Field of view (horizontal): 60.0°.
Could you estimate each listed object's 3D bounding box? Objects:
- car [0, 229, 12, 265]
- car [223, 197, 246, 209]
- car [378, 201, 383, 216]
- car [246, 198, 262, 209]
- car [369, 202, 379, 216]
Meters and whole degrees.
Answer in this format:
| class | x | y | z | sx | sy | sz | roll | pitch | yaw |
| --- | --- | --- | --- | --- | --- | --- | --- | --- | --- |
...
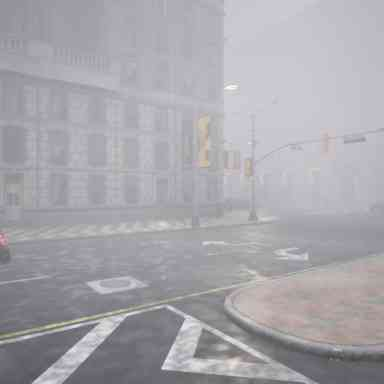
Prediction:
| class | x | y | z | sx | sy | sz | roll | pitch | yaw |
| --- | --- | --- | --- | --- | --- | --- | --- | --- | --- |
| car | -7.317 | 1.352 | 8.608 | 4.553 | 1.767 | 2.097 | 0 | 0 | -35 |
| car | 4.518 | 1.504 | 44.362 | 1.837 | 1.490 | 4.892 | 0 | 0 | -36 |
| car | 17.537 | 1.564 | 26.199 | 1.994 | 1.385 | 4.181 | 0 | 0 | -36 |
| car | 7.203 | 1.547 | 46.616 | 2.033 | 1.411 | 5.357 | 0 | 0 | -36 |
| car | 18.862 | 1.491 | 30.356 | 2.128 | 1.511 | 4.902 | 0 | 0 | -36 |
